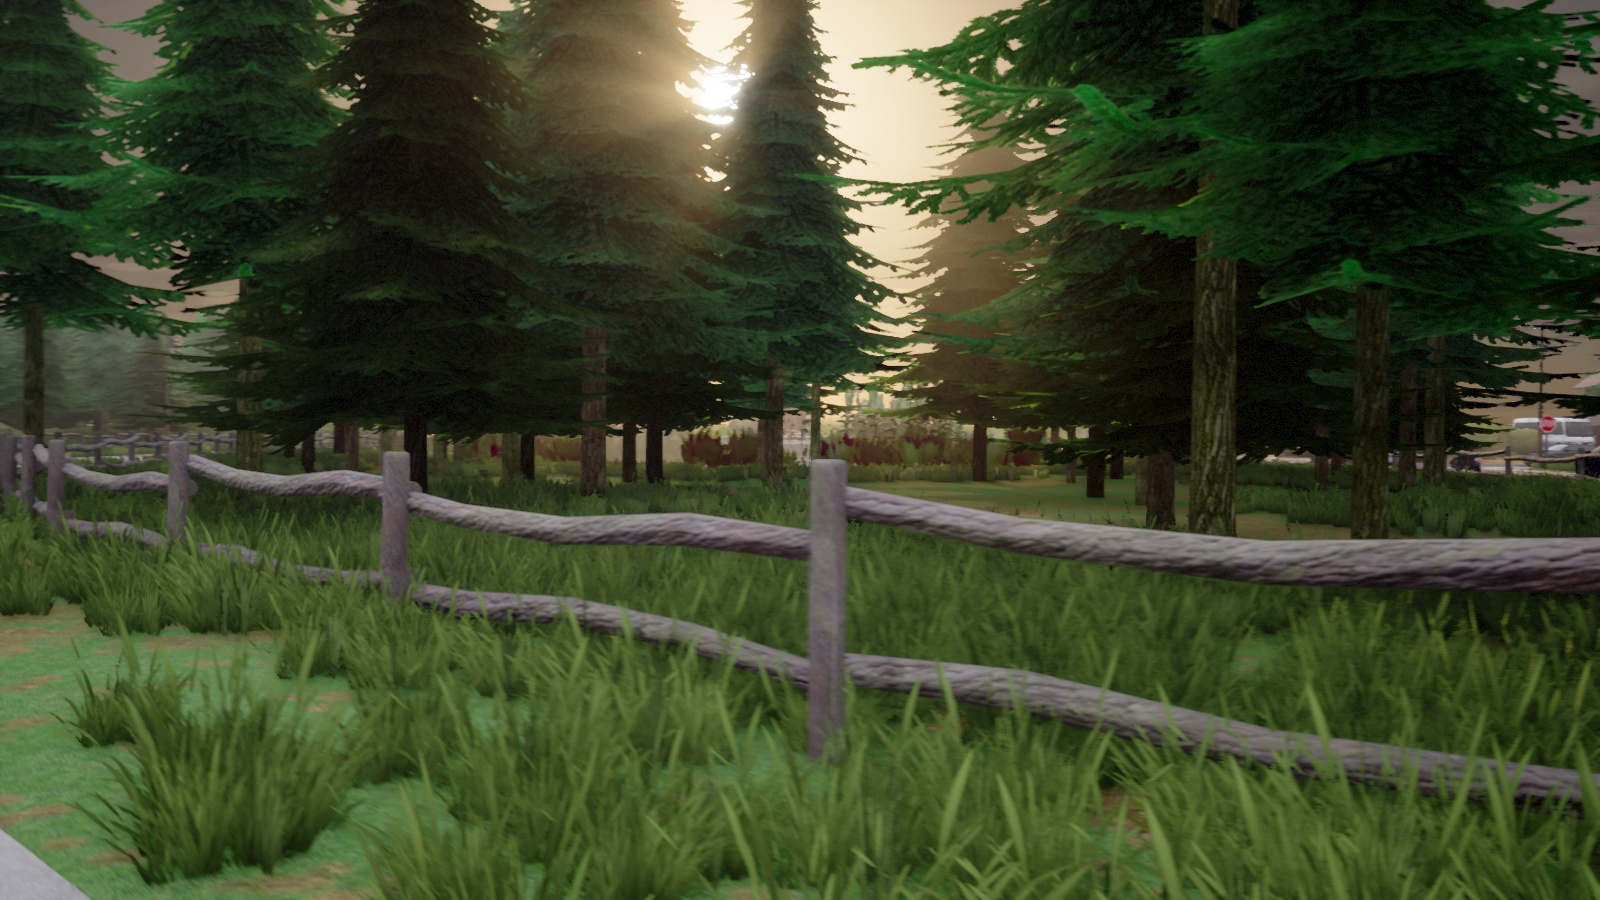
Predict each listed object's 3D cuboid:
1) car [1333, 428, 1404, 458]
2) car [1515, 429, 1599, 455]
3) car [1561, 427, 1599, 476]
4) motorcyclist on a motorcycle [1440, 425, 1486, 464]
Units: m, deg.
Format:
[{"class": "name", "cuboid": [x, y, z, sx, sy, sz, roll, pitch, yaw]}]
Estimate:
[{"class": "car", "cuboid": [28.968, -0.349, 64.104, 1.970, 1.475, 3.806, 0, 1, 1]}, {"class": "car", "cuboid": [43.609, -0.467, 71.620, 4.674, 1.442, 1.812, 0, 1, -2]}, {"class": "car", "cuboid": [25.259, 0.044, 37.449, 2.163, 1.488, 4.792, 0, 1, -1]}, {"class": "motorcyclist on a motorcycle", "cuboid": [28.786, -0.250, 54.556, 0.766, 1.649, 2.350, 0, 1, 1]}]
